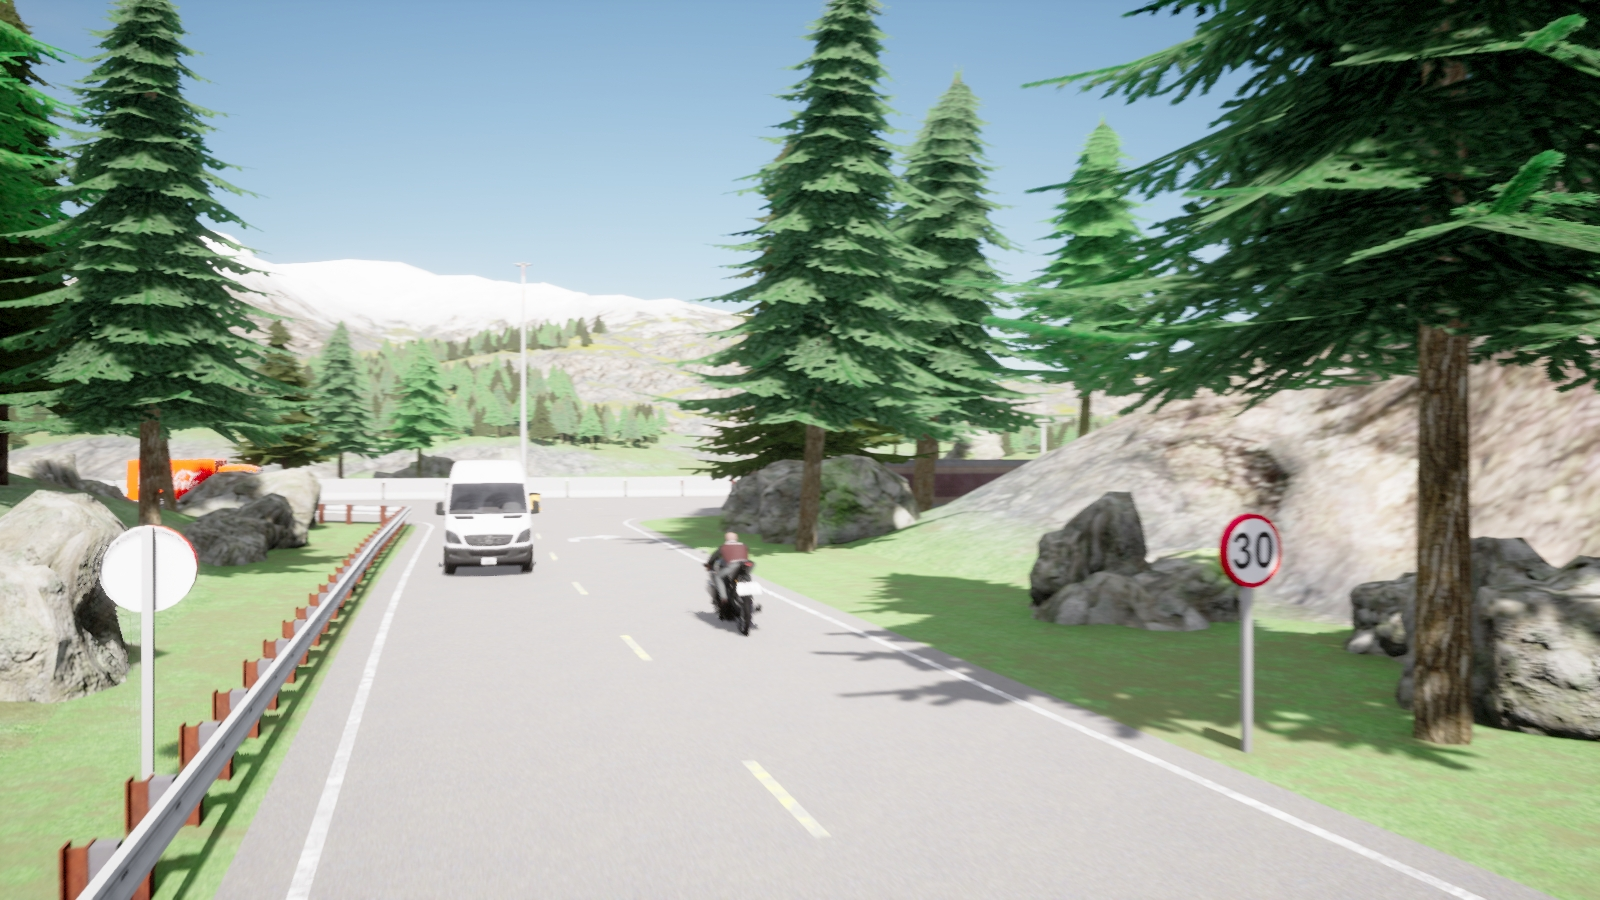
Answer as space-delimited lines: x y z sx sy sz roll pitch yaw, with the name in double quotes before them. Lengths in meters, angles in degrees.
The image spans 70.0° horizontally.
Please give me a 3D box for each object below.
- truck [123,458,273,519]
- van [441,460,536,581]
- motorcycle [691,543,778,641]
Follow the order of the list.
"truck" -25.560 1.597 48.756 5.204 2.467 2.627 0 0 -15
"van" -7.557 1.539 27.673 1.988 2.561 5.915 0 0 -16
"motorcycle" -1.075 2.202 18.082 0.867 1.251 2.209 0 0 -17
